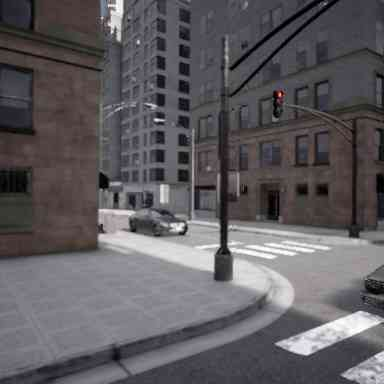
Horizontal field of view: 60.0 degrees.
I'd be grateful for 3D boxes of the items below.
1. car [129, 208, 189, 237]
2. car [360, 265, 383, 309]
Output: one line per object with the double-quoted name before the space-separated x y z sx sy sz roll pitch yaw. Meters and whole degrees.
"car" -2.098 1.690 19.422 1.812 1.442 4.674 1 -1 -37
"car" 5.789 1.653 7.086 5.357 1.411 2.033 1 -1 -36
